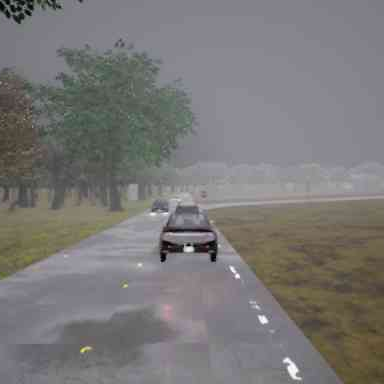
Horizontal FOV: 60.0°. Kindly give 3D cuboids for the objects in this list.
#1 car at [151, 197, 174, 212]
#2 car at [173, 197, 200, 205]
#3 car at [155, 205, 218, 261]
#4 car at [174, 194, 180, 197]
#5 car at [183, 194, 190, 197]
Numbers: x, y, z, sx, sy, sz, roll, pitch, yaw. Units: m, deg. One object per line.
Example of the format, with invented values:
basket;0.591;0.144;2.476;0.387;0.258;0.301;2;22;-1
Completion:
car;-3.375;1.467;36.636;2.033;1.411;5.357;0;0;-1
car;-0.376;1.403;27.474;1.882;1.535;5.008;0;0;-1
car;-0.135;1.452;12.074;2.128;1.511;4.902;0;0;-1
car;-4.298;1.395;94.648;1.812;1.442;4.674;0;0;-1
car;-1.485;1.243;90.714;1.882;1.535;5.008;0;0;-1
